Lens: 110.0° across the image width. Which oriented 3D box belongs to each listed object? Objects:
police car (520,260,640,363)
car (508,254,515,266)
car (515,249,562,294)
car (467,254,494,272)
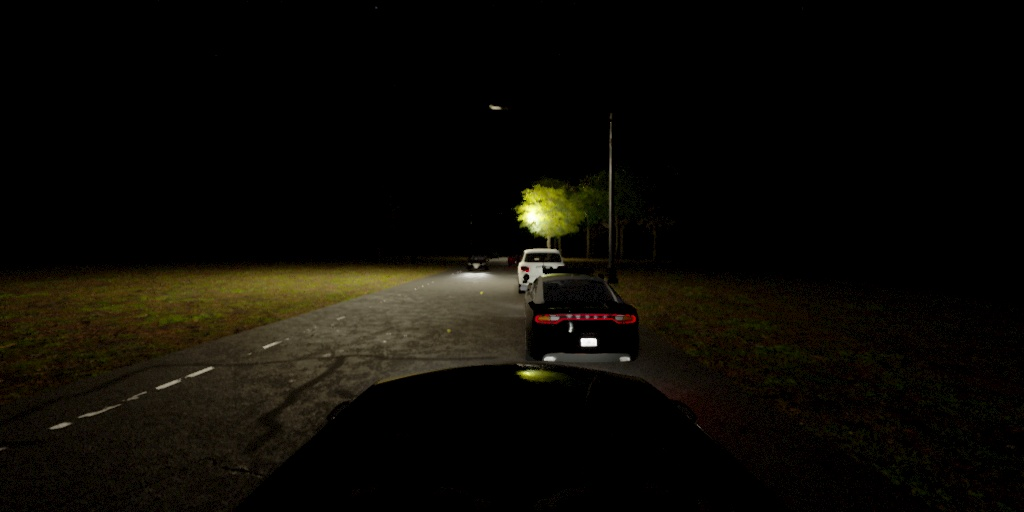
[{"bbox_3d":[1.215,1.055,8.015,1.930,1.638,5.238,0,1,1],"label":"police car"},{"bbox_3d":[0.458,0.514,44.707,1.812,1.442,4.674,0,1,0],"label":"car"},{"bbox_3d":[1.382,0.677,17.955,2.150,2.045,5.566,0,1,1],"label":"car"},{"bbox_3d":[-3.148,0.656,34.261,2.128,1.511,4.902,0,1,0],"label":"car"}]
